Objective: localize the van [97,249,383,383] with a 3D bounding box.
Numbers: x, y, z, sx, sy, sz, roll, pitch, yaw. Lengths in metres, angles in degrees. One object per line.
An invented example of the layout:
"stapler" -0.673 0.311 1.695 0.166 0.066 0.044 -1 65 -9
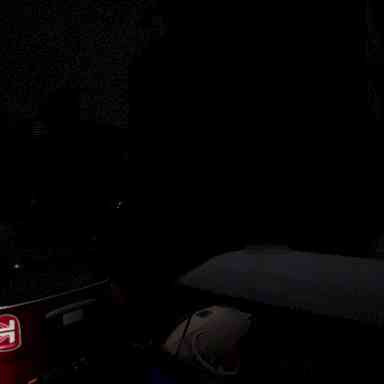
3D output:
"van" 1.504 1.341 1.746 3.998 1.788 1.690 0 0 35

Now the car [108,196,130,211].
"car" -7.929 1.314 40.231 2.097 1.767 4.553 -1 0 35

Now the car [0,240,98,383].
"car" -2.925 1.441 4.901 4.097 1.590 1.967 0 0 35
